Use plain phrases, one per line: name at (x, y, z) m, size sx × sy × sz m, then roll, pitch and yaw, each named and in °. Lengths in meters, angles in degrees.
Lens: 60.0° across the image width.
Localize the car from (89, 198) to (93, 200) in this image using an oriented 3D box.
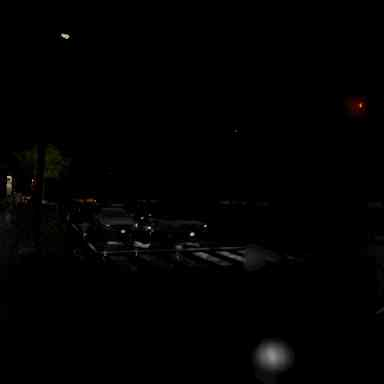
car at (-11.997, 1.773, 43.482) m, size 1.994 × 1.385 × 4.181 m, roll 2°, pitch -1°, yaw -23°

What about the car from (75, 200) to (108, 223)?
car at (-7.711, 1.608, 25.661) m, size 1.994 × 1.385 × 4.181 m, roll 2°, pitch -1°, yaw -21°

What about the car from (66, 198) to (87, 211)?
car at (-14.704, 1.688, 41.558) m, size 1.895 × 1.301 × 4.718 m, roll 2°, pitch -1°, yaw -23°

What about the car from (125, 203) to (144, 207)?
car at (-4.643, 1.665, 26.705) m, size 1.837 × 1.490 × 4.892 m, roll 2°, pitch -1°, yaw -24°

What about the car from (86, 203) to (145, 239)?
car at (-4.176, 1.551, 17.532) m, size 1.812 × 1.442 × 4.674 m, roll 2°, pitch -1°, yaw -25°

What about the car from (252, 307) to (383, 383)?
car at (2.998, 1.677, 3.369) m, size 4.718 × 1.301 × 1.895 m, roll 1°, pitch -1°, yaw -25°

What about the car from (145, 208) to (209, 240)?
car at (-0.873, 1.744, 18.137) m, size 1.895 × 1.301 × 4.718 m, roll 2°, pitch -1°, yaw -24°
